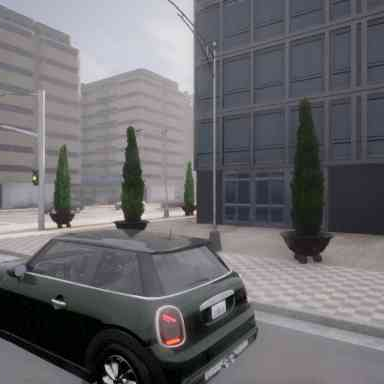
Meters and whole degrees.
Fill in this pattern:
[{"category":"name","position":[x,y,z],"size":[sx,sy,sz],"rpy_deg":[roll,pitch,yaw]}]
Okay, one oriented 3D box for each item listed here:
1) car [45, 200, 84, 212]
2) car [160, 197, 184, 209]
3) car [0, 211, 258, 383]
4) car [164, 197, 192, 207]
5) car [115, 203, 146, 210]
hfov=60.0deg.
[{"category":"car","position":[-14.041,1.560,35.949],"size":[1.837,1.490,4.892],"rpy_deg":[0,0,35]},{"category":"car","position":[-2.257,1.656,46.227],"size":[1.895,1.301,4.718],"rpy_deg":[0,0,35]},{"category":"car","position":[-1.424,1.352,5.009],"size":[4.553,1.767,2.097],"rpy_deg":[0,0,35]},{"category":"car","position":[-2.196,1.560,52.707],"size":[1.837,1.490,4.892],"rpy_deg":[0,0,35]},{"category":"car","position":[-8.145,1.581,44.288],"size":[1.812,1.442,4.674],"rpy_deg":[0,0,35]}]
